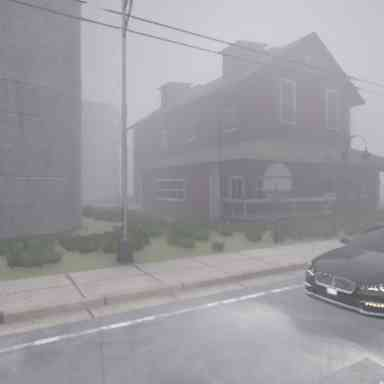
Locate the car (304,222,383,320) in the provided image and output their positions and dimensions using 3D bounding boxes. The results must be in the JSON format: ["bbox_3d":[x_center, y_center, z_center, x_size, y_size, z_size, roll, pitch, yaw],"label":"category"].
[{"bbox_3d":[4.389,1.373,6.682,4.892,1.490,1.837,0,1,-30],"label":"car"}]
